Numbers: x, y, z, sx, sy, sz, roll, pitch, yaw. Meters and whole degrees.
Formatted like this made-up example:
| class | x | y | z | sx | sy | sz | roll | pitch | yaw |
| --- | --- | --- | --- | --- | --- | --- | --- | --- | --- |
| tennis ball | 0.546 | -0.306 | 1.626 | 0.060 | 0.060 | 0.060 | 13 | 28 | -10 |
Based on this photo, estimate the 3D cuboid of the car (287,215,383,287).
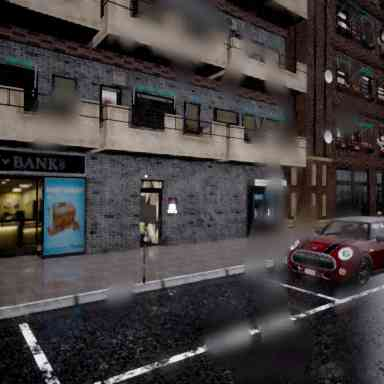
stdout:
| class | x | y | z | sx | sy | sz | roll | pitch | yaw |
| --- | --- | --- | --- | --- | --- | --- | --- | --- | --- |
| car | 4.530 | 1.442 | 9.327 | 4.097 | 1.590 | 1.967 | 0 | 1 | -36 |
